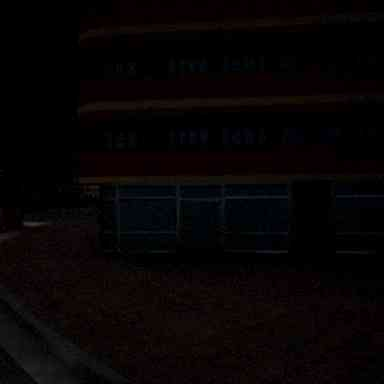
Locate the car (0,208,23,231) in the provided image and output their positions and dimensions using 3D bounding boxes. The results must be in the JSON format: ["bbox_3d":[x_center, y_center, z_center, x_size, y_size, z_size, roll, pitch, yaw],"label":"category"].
[{"bbox_3d":[-13.423,1.837,23.100,1.882,1.535,5.008,0,-1,-8],"label":"car"}]
